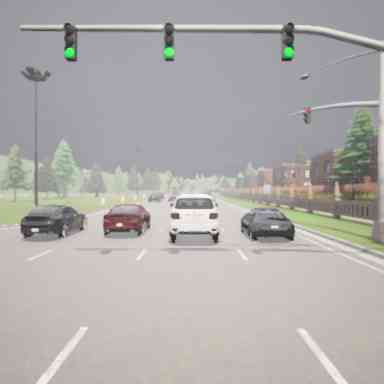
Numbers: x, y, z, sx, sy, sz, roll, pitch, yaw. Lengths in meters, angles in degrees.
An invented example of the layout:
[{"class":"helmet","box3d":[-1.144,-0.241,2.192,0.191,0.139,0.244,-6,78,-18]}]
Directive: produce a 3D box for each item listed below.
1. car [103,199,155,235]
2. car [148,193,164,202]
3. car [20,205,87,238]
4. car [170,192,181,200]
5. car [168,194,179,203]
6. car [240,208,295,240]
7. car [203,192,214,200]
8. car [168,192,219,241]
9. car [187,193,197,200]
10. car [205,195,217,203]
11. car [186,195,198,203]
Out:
[{"class":"car","box3d":[-3.402,1.381,18.075,1.882,1.535,5.008,0,0,0]},{"class":"car","box3d":[-7.007,1.021,62.510,2.097,1.767,4.553,0,0,0]},{"class":"car","box3d":[-6.901,1.414,17.053,1.837,1.490,4.892,0,0,0]},{"class":"car","box3d":[-3.508,0.804,72.512,2.097,1.767,4.553,0,0,0]},{"class":"car","box3d":[-3.507,1.195,62.541,1.812,1.442,4.674,0,0,0]},{"class":"car","box3d":[3.598,1.476,16.427,1.994,1.385,4.181,0,0,0]},{"class":"car","box3d":[3.492,0.804,72.513,2.097,1.767,4.553,0,0,0]},{"class":"car","box3d":[0.099,1.135,16.154,2.150,2.045,5.566,0,0,0]},{"class":"car","box3d":[-0.008,0.988,72.544,2.033,1.411,5.357,0,0,0]},{"class":"car","box3d":[3.493,1.269,62.572,1.895,1.301,4.718,0,0,0]},{"class":"car","box3d":[-0.007,1.218,62.125,2.033,1.411,5.357,0,0,0]}]
